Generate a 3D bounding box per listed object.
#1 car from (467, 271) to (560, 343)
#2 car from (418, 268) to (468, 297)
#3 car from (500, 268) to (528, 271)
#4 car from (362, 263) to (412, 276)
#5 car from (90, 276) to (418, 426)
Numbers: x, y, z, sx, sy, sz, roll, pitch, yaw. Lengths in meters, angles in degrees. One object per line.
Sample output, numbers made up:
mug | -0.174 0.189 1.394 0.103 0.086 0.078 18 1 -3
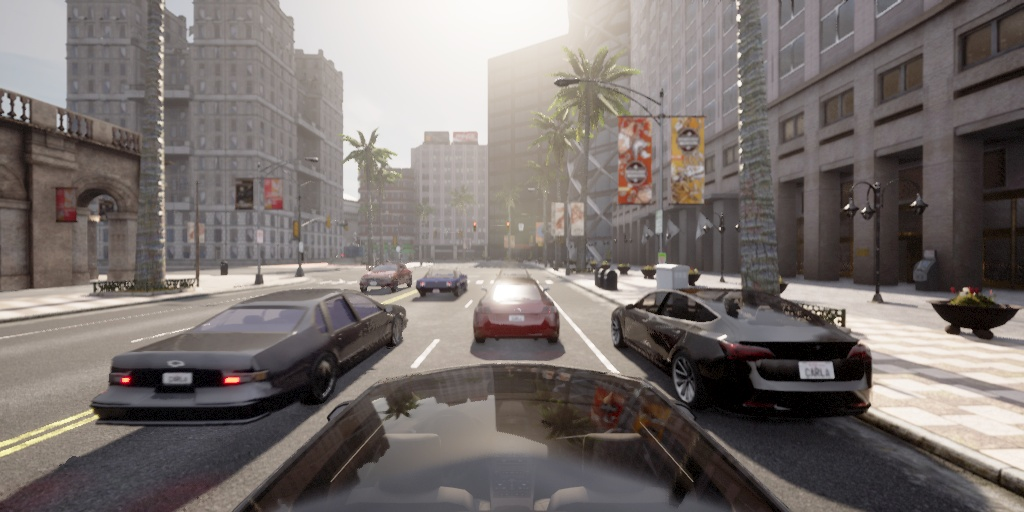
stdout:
car | 0.096 1.285 9.609 1.994 1.385 4.181 0 0 0
car | -3.410 1.291 18.373 1.895 1.301 4.718 0 0 0
car | 0.090 1.291 18.417 1.895 1.301 4.718 0 0 0
car | -7.011 1.125 20.426 1.812 1.442 4.674 0 0 0
car | -3.404 1.281 6.156 2.033 1.411 5.357 0 0 0
